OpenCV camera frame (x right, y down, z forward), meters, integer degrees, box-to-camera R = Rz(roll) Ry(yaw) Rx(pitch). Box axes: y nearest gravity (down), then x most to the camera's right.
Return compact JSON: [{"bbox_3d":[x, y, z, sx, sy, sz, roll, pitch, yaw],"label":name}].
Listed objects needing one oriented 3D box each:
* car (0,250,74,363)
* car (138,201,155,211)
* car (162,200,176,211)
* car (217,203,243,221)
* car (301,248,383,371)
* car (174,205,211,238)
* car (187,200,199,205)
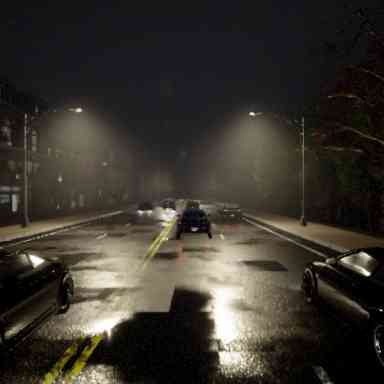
[{"bbox_3d":[-3.348,1.610,4.973,1.994,1.385,4.181,0,-1,0],"label":"car"},{"bbox_3d":[-6.546,1.994,48.145,1.994,1.385,4.181,0,-1,0],"label":"car"},{"bbox_3d":[-3.295,1.926,48.607,2.128,1.511,4.902,0,-1,0],"label":"car"},{"bbox_3d":[3.360,1.761,29.893,2.128,1.511,4.902,0,-1,0],"label":"car"},{"bbox_3d":[3.353,1.615,5.565,1.994,1.385,4.181,0,0,0],"label":"car"},{"bbox_3d":[0.109,1.696,18.862,1.812,1.442,4.674,0,0,0],"label":"car"},{"bbox_3d":[0.116,1.927,48.745,2.128,1.511,4.902,0,0,0],"label":"car"}]
